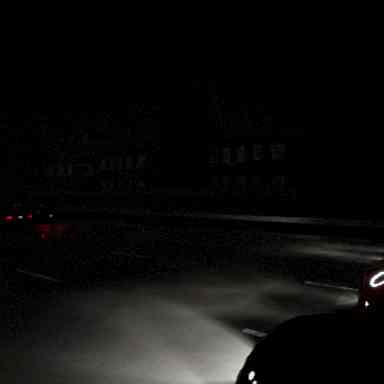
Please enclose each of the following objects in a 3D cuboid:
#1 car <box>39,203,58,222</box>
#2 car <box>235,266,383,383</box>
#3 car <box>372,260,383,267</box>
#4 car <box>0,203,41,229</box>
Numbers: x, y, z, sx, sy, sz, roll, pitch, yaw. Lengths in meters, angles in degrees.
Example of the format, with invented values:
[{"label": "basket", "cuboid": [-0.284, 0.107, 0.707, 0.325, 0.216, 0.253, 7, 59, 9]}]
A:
[{"label": "car", "cuboid": [-12.149, 1.535, 25.559, 4.674, 1.442, 1.812, 0, 0, 36]}, {"label": "car", "cuboid": [2.370, 1.564, 2.301, 4.181, 1.385, 1.994, 0, 0, 36]}, {"label": "car", "cuboid": [4.945, 1.351, 4.763, 4.553, 1.767, 2.097, 0, 0, 36]}, {"label": "car", "cuboid": [-12.303, 1.556, 21.369, 5.357, 1.411, 2.033, 0, 0, 36]}]
